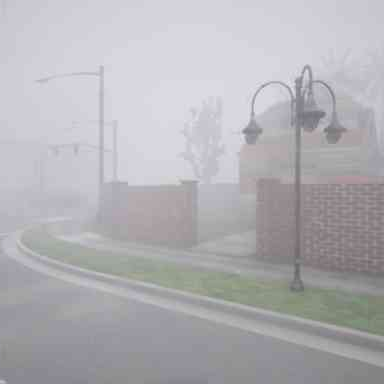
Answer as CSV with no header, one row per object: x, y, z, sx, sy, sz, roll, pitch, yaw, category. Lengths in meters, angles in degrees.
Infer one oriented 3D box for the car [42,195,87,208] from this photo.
-15.307,1.141,41.022,1.837,1.490,4.892,0,1,37,car

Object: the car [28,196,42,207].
-18.449,1.118,42.666,2.128,1.511,4.902,0,1,38,car
